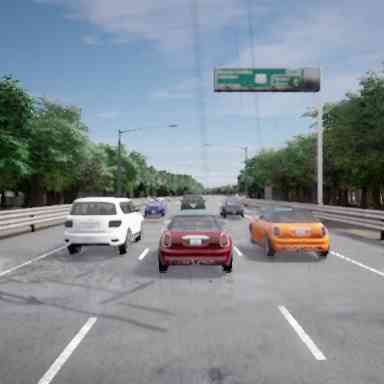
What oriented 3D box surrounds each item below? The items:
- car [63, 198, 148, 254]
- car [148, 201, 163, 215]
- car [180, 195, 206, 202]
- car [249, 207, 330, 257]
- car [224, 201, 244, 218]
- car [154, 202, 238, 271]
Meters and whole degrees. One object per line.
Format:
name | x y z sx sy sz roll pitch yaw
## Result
car | -3.403 1.242 13.777 2.150 2.045 5.566 0 0 0
car | -3.410 1.598 31.725 1.812 1.442 4.674 0 0 0
car | 0.090 1.287 29.904 2.150 2.045 5.566 0 0 0
car | 3.596 1.371 13.135 2.097 1.767 4.553 0 0 0
car | 3.591 1.559 30.584 2.128 1.511 4.902 0 0 0
car | 0.097 1.368 11.075 2.097 1.767 4.553 0 0 0
